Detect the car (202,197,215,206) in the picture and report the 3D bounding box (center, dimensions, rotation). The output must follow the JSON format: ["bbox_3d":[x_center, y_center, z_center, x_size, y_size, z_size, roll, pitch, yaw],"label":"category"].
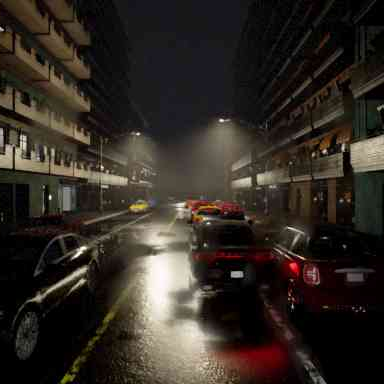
[{"bbox_3d":[2.895,1.624,58.405,2.008,1.369,4.403,0,0,0],"label":"car"}]

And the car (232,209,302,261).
[{"bbox_3d":[2.734,1.531,13.280,1.752,1.417,4.829,0,0,0],"label":"car"}]

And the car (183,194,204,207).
[{"bbox_3d":[0.208,1.396,46.702,2.097,1.767,4.553,0,0,1],"label":"car"}]

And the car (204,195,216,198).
[{"bbox_3d":[2.874,1.374,52.743,2.192,1.841,5.009,0,0,0],"label":"car"}]

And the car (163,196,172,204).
[{"bbox_3d":[-5.466,1.529,64.121,1.967,1.590,4.097,0,0,0],"label":"car"}]

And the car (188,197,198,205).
[{"bbox_3d":[0.216,1.606,60.744,1.812,1.442,4.674,0,0,0],"label":"car"}]

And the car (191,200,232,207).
[{"bbox_3d":[0.967,1.466,19.272,1.801,1.575,5.366,0,0,0],"label":"car"}]

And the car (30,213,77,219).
[{"bbox_3d":[-5.647,1.551,13.164,1.887,1.381,4.507,0,0,0],"label":"car"}]

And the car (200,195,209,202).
[{"bbox_3d":[2.975,1.583,81.052,1.967,1.590,4.097,0,0,0],"label":"car"}]

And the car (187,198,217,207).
[{"bbox_3d":[0.832,1.494,25.046,1.882,1.535,5.008,0,0,-3],"label":"car"}]

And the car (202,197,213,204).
[{"bbox_3d":[2.915,1.640,64.066,2.008,1.369,4.403,0,0,0],"label":"car"}]

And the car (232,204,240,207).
[{"bbox_3d":[2.774,1.559,24.435,1.887,1.381,4.507,0,0,0],"label":"car"}]

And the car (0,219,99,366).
[{"bbox_3d":[-3.082,1.493,5.903,2.128,1.511,4.902,0,0,0],"label":"car"}]

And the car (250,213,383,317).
[{"bbox_3d":[2.713,1.442,7.448,1.967,1.590,4.097,0,0,0],"label":"car"}]

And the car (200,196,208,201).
[{"bbox_3d":[2.996,1.730,86.711,1.947,1.339,4.313,0,0,0],"label":"car"}]

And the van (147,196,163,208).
[{"bbox_3d":[-5.527,1.386,47.136,1.690,1.788,3.998,0,0,0],"label":"van"}]

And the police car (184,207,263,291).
[{"bbox_3d":[0.831,1.428,9.172,1.930,1.638,5.238,0,0,-1],"label":"police car"}]

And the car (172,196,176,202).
[{"bbox_3d":[-5.405,1.667,80.937,1.752,1.417,4.829,0,0,0],"label":"car"}]

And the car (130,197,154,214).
[{"bbox_3d":[-5.567,1.550,35.642,1.752,1.417,4.829,0,0,0],"label":"car"}]
